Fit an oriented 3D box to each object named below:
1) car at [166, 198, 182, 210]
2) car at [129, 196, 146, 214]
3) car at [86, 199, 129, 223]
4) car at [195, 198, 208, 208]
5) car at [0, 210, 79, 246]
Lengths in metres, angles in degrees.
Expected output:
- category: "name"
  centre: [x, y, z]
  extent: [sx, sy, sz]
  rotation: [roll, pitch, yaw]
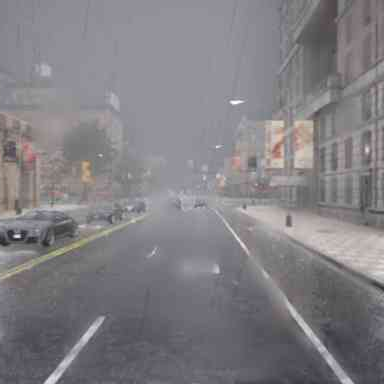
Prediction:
- category: "car"
  centre: [-2.283, 1.517, 42.220]
  extent: [2.033, 1.411, 5.357]
  rotation: [0, 0, 1]
- category: "car"
  centre: [-6.072, 1.445, 35.207]
  extent: [2.128, 1.511, 4.902]
  rotation: [0, 0, 2]
- category: "car"
  centre: [-6.371, 1.461, 24.802]
  extent: [1.837, 1.490, 4.892]
  rotation: [0, 0, 2]
- category: "car"
  centre: [1.313, 1.533, 46.896]
  extent: [2.033, 1.411, 5.357]
  rotation: [0, 0, 1]
- category: "car"
  centre: [-6.671, 1.523, 14.828]
  extent: [1.994, 1.385, 4.181]
  rotation: [0, 0, 2]
